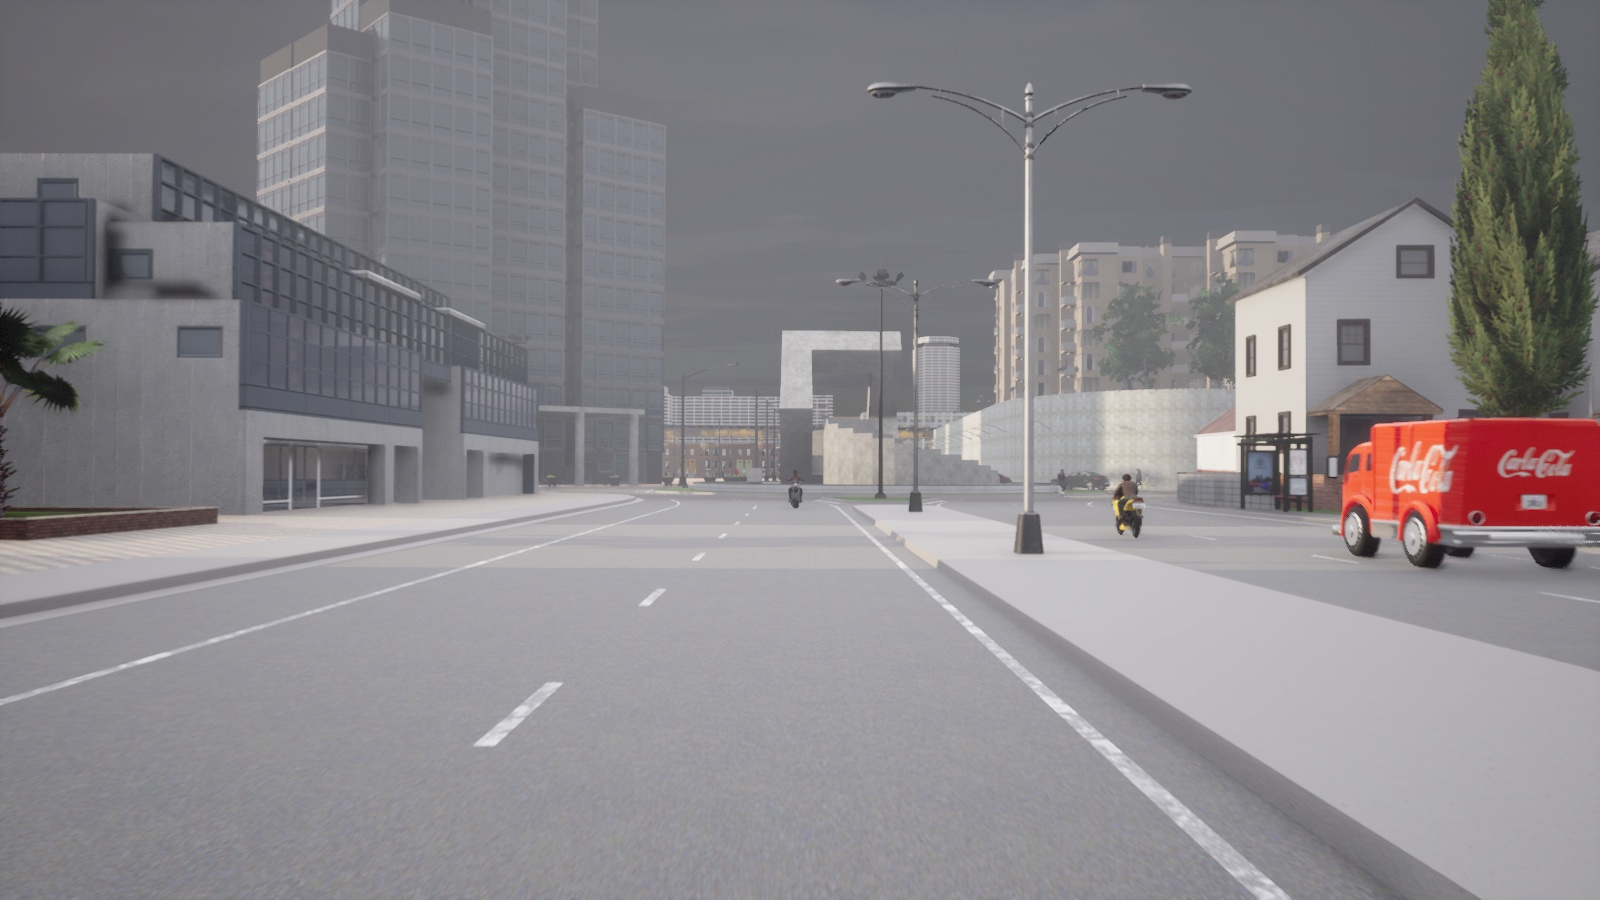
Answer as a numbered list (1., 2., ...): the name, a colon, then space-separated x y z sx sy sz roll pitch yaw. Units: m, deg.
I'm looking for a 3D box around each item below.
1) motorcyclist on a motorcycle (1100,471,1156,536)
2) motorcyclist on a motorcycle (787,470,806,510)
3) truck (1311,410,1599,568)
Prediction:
1. motorcyclist on a motorcycle: 7.926 1.275 30.451 0.797 1.523 2.044 0 -1 0
2. motorcyclist on a motorcycle: -0.165 1.654 53.072 0.766 1.649 2.350 0 -1 -1
3. truck: 11.444 0.654 22.241 2.627 2.467 5.204 0 -1 0
